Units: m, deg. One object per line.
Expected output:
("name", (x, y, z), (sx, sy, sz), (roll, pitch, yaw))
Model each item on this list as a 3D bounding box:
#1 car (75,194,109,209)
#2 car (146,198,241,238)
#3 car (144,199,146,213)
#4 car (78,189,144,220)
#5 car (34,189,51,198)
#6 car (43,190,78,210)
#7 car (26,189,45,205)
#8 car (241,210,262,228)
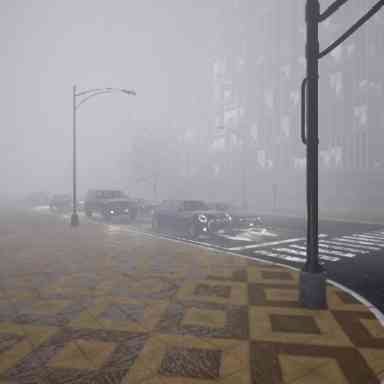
("car", (-10.603, 0.945, 35.101), (1.994, 1.385, 4.181), (0, 1, -38))
("car", (-0.074, 1.124, 16.496), (2.097, 1.767, 4.553), (0, 1, -38))
("car", (-4.394, 1.166, 27.207), (1.895, 1.301, 4.718), (0, 1, -38))
("car", (-5.979, 0.819, 23.968), (2.150, 2.045, 5.566), (0, 1, -38))
("car", (-28.616, 0.236, 63.588), (1.882, 1.535, 5.008), (0, 1, -38))
("car", (-12.367, 0.900, 32.082), (2.128, 1.511, 4.902), (0, 1, -38))
("car", (-18.740, 0.710, 40.255), (2.128, 1.511, 4.902), (0, 1, -37))
("car", (1.586, 1.289, 19.691), (2.033, 1.411, 5.357), (0, 1, -36))
